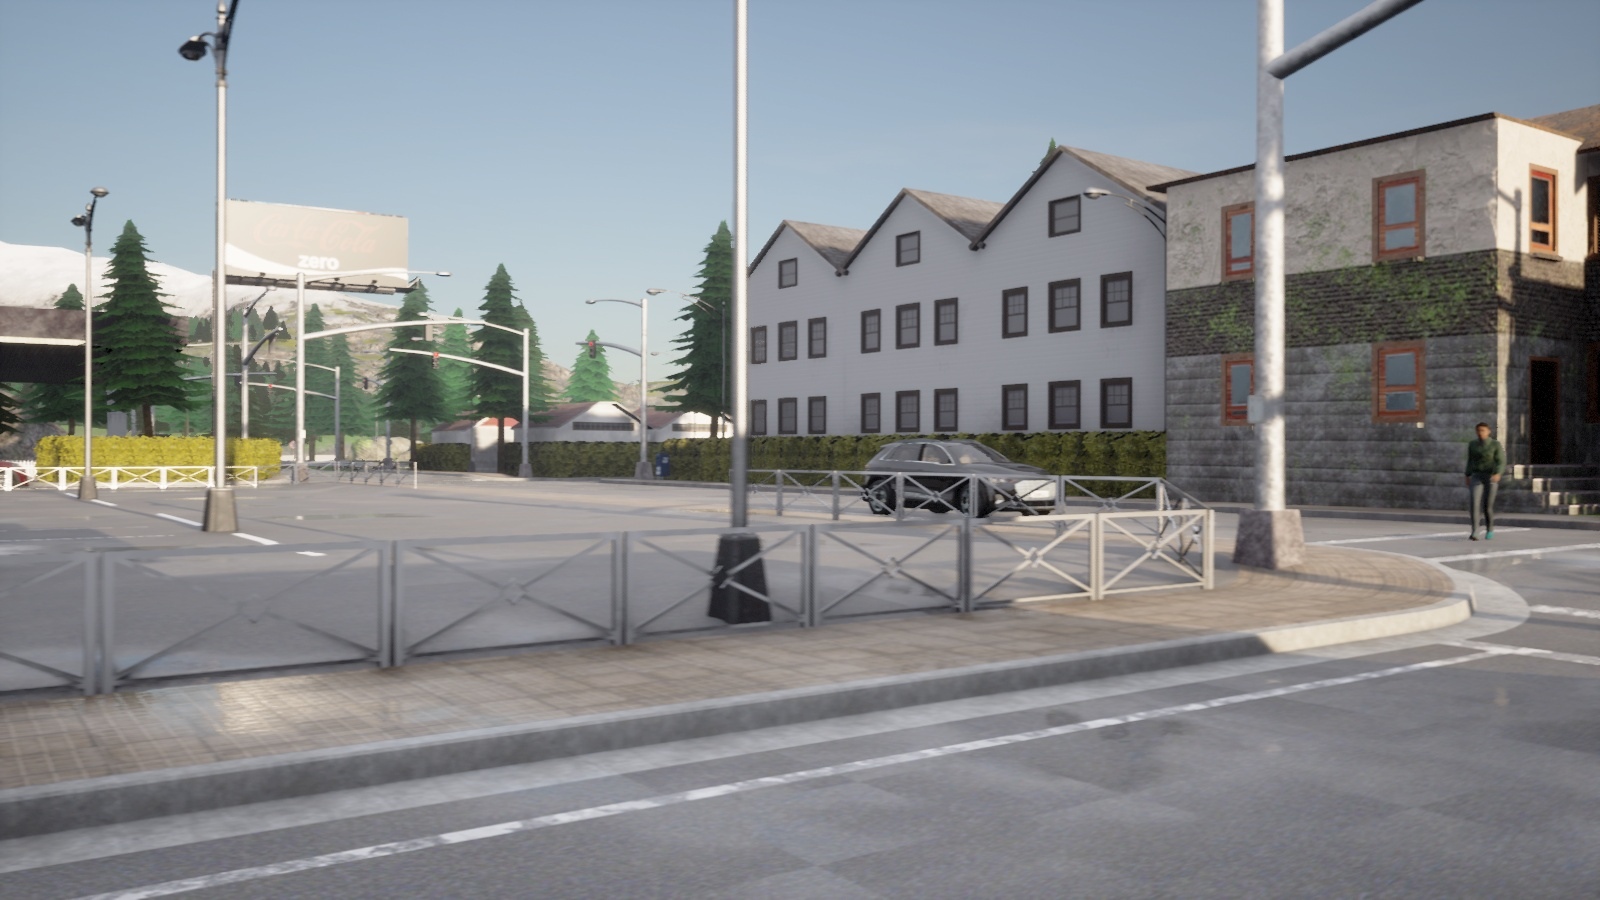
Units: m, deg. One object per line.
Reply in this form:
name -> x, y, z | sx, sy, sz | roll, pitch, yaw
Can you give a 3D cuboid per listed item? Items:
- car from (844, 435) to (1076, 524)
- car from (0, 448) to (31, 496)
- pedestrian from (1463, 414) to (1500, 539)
car -> 3.185, 0.556, 25.997 | 2.033, 1.649, 4.856 | 0, 0, -35
car -> -31.047, 0.797, 46.231 | 4.553, 1.767, 2.097 | 0, 0, -35
pedestrian -> 10.239, 0.390, 18.874 | 0.353, 1.847, 0.614 | 0, 0, 41
